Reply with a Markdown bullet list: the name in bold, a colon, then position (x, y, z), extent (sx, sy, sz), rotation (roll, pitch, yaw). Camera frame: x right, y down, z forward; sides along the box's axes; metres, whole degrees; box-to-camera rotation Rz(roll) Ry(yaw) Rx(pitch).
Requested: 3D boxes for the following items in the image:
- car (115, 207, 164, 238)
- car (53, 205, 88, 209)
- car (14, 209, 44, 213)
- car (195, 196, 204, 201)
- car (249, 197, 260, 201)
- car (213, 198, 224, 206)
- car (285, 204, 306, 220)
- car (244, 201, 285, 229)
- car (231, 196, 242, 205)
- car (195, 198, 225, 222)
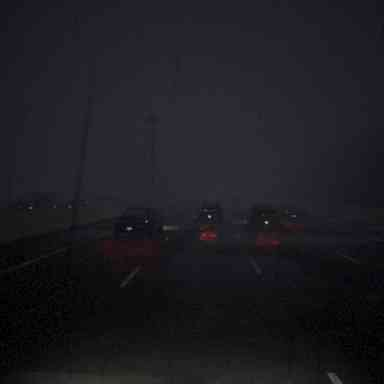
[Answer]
- **car**: position (-2.707, 1.499, 17.670), extent (1.812, 1.442, 4.674), rotation (1, 0, 5)
- **car**: position (-11.988, 1.459, 33.496), extent (1.895, 1.301, 4.718), rotation (1, 0, 5)
- **car**: position (-15.507, 1.034, 33.253), extent (2.150, 2.045, 5.566), rotation (1, 0, 6)
- **car**: position (1.618, 1.563, 65.267), extent (1.837, 1.490, 4.892), rotation (1, 0, 5)
- **car**: position (12.086, 1.675, 64.434), extent (1.882, 1.535, 5.008), rotation (1, 0, 5)
- **car**: position (4.715, 1.697, 59.877), extent (1.895, 1.301, 4.718), rotation (1, 0, 5)
- **car**: position (8.843, 1.736, 30.188), extent (1.895, 1.301, 4.718), rotation (1, 0, 6)
- **car**: position (4.699, 1.580, 22.381), extent (1.837, 1.490, 4.892), rotation (0, 0, 5)
- **car**: position (8.603, 1.503, 64.773), extent (2.097, 1.767, 4.553), rotation (1, 0, 5)
- **car**: position (1.545, 1.541, 26.789), extent (1.837, 1.490, 4.892), rotation (0, 0, 6)
